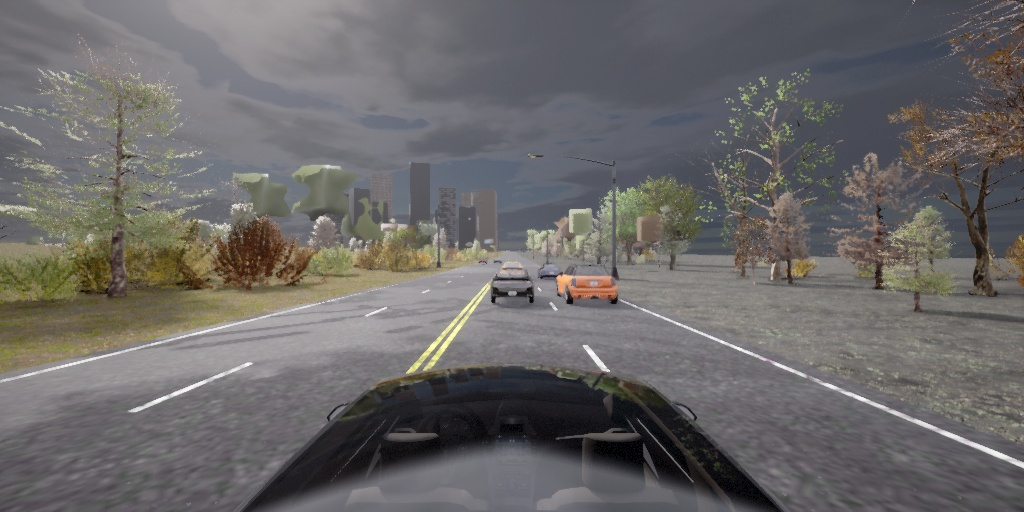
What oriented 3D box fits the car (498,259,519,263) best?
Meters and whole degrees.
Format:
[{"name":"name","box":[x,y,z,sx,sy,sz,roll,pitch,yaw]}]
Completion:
[{"name":"car","box":[0.041,1.243,31.466,1.882,1.535,5.008,0,0,0]}]

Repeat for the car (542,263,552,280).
[{"name":"car","box":[3.286,1.326,31.460,1.994,1.385,4.181,0,0,0]}]

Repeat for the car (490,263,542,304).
[{"name":"car","box":[0.020,1.250,16.465,2.128,1.511,4.902,0,0,0]}]

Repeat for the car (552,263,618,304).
[{"name":"car","box":[3.268,1.117,16.432,2.097,1.767,4.553,0,0,0]}]
